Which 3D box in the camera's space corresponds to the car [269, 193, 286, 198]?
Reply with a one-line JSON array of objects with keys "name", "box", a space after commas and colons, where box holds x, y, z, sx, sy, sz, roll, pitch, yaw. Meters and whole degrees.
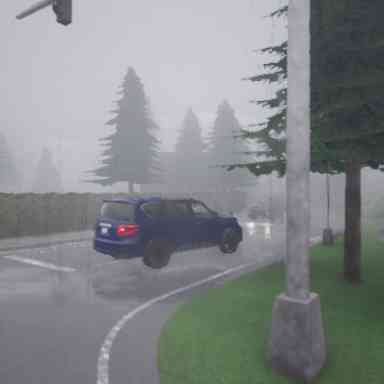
[{"name": "car", "box": [9.832, 1.151, 36.816, 2.150, 2.045, 5.566, 0, 0, 16]}]

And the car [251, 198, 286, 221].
[{"name": "car", "box": [6.083, 1.491, 27.036, 2.033, 1.411, 5.357, 0, 0, 26]}]

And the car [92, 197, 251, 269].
[{"name": "car", "box": [-0.586, 1.185, 11.320, 2.150, 2.045, 5.566, 0, 0, 45]}]

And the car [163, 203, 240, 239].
[{"name": "car", "box": [0.671, 1.453, 18.158, 1.837, 1.490, 4.892, 0, 0, 34]}]
